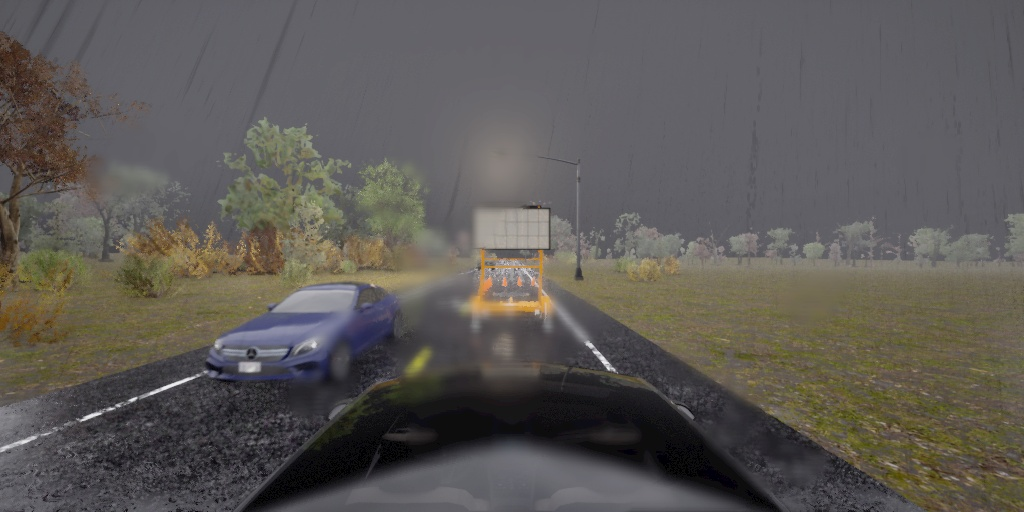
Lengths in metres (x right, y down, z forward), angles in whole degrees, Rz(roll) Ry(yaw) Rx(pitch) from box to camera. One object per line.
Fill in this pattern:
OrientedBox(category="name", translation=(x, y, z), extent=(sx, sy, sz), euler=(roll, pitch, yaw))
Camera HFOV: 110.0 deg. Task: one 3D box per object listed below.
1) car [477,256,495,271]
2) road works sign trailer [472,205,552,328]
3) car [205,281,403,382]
OrientedBox(category="car", translation=(-3.597, 0.997, 50.068), extent=(2.150, 2.045, 5.566), euler=(0, 0, 0))
OrientedBox(category="road works sign trailer", translation=(0.001, 0.216, 11.340), extent=(2.380, 3.560, 2.880), euler=(0, 0, 0))
OrientedBox(category="car", translation=(-3.613, 1.277, 7.280), extent=(1.812, 1.442, 4.674), euler=(0, 0, 0))
